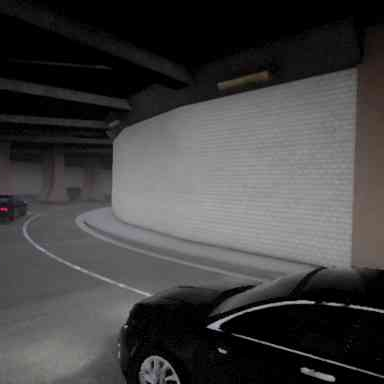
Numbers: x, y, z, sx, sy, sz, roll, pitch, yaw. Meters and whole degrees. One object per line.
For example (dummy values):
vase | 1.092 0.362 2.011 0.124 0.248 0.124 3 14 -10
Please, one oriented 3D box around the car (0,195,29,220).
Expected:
car | -11.431 0.894 20.292 2.033 1.411 5.357 1 1 -16

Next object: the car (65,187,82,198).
car | -18.780 -0.040 50.803 2.097 1.767 4.553 2 1 19

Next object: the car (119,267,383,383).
car | 1.424 1.491 3.010 4.892 1.490 1.837 3 2 36

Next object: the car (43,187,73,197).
car | -21.527 0.013 53.685 1.812 1.442 4.674 2 1 20
